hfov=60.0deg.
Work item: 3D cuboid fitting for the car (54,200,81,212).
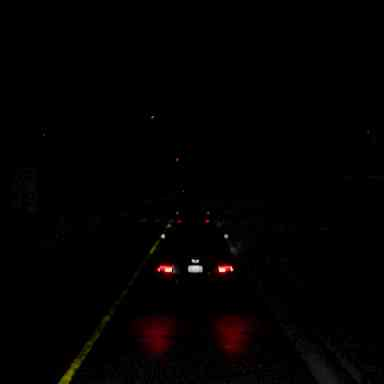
[{"bbox_3d":[-15.558,1.622,38.894,4.829,1.417,1.752,-1,1,0],"label":"car"}]

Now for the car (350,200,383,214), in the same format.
[{"bbox_3d":[16.977,1.370,30.397,4.403,1.369,2.008,-1,1,0],"label":"car"}]

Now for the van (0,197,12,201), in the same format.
[{"bbox_3d":[-21.069,1.493,38.886,3.998,1.788,1.690,-1,1,0],"label":"van"}]

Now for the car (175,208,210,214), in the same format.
[{"bbox_3d":[0.047,1.567,18.232,1.994,1.385,4.181,0,0,0],"label":"car"}]

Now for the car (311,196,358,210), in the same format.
[{"bbox_3d":[16.624,1.269,38.921,4.829,1.417,1.752,-1,1,0],"label":"car"}]

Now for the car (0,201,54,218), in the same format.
[{"bbox_3d":[-15.370,1.756,30.371,4.206,1.307,1.802,-1,1,0],"label":"car"}]

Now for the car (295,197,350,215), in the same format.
[{"bbox_3d":[11.598,1.447,30.392,4.313,1.339,1.947,-1,1,0],"label":"car"}]

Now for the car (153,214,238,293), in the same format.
[{"bbox_3d":[0.073,1.551,9.006,2.033,1.411,5.357,0,0,0],"label":"car"}]
